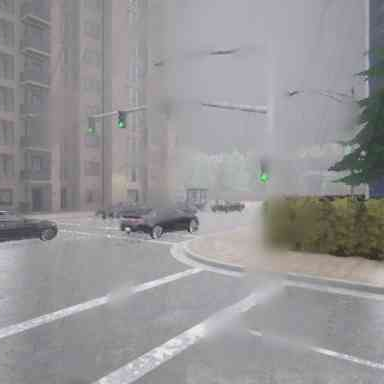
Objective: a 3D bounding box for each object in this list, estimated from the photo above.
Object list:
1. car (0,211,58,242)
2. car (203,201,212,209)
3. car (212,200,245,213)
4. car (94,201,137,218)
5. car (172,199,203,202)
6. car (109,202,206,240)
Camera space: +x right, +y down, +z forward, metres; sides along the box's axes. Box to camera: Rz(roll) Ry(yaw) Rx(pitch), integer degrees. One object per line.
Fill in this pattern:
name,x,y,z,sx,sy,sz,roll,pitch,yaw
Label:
car,-8.122,1.526,14.216,1.812,1.442,4.674,0,0,36
car,-0.270,1.492,37.206,2.128,1.511,4.902,0,0,36
car,4.029,1.601,37.158,1.895,1.301,4.718,0,0,36
car,-5.960,1.547,29.407,2.033,1.411,5.357,0,0,36
car,-1.624,1.547,29.414,2.033,1.411,5.357,0,0,36
car,-1.537,1.491,17.294,2.128,1.511,4.902,0,0,36
